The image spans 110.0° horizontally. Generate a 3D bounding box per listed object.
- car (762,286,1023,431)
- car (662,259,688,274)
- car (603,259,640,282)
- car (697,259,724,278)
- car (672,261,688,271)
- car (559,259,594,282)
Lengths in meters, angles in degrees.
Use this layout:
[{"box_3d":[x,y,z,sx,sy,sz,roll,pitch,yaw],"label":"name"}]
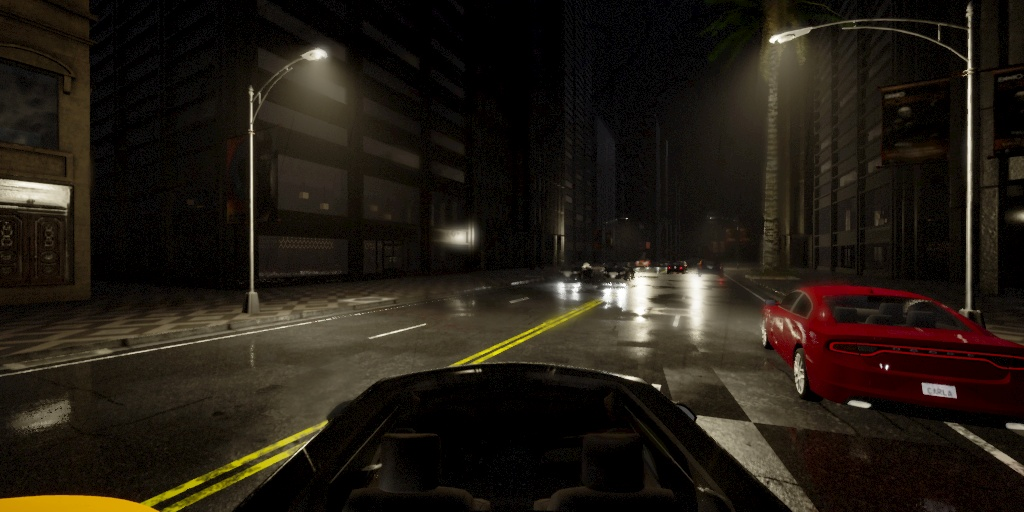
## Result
[{"box_3d":[5.517,1.228,5.880,1.882,1.535,5.008,0,0,27],"label":"car"},{"box_3d":[18.673,1.317,40.771,2.033,1.411,5.357,0,0,27],"label":"car"},{"box_3d":[8.628,1.251,28.808,2.128,1.511,4.902,0,0,27],"label":"car"},{"box_3d":[19.310,1.118,34.948,2.097,1.767,4.553,0,0,27],"label":"car"},{"box_3d":[23.566,1.381,50.266,1.895,1.301,4.718,0,0,27],"label":"car"},{"box_3d":[5.385,1.251,29.614,2.128,1.511,4.902,0,0,27],"label":"car"}]
